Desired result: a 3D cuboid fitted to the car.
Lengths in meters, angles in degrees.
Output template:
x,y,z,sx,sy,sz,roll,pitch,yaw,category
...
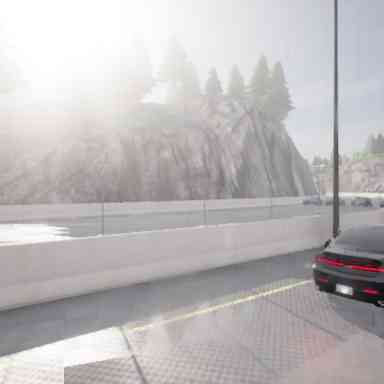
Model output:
x,y,z,sx,sy,sz,roll,pitch,yaw,category
4.618,1.474,7.392,4.892,1.490,1.837,0,0,-38,car
